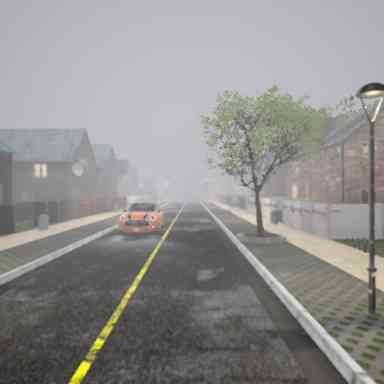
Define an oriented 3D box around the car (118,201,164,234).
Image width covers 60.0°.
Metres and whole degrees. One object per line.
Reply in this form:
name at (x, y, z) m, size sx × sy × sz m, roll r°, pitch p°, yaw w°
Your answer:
car at (-2.795, 1.326, 19.103) m, size 2.097 × 1.767 × 4.553 m, roll 0°, pitch 0°, yaw 0°
